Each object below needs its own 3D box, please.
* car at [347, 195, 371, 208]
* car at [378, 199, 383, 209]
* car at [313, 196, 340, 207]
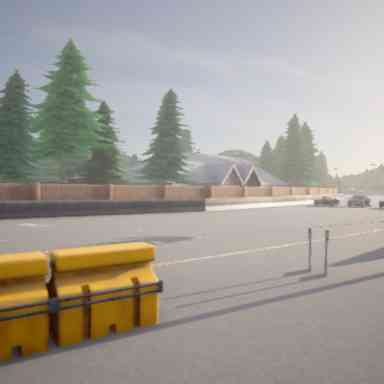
[{"bbox_3d":[20.719,1.131,41.185,1.837,1.490,4.892,1,1,41],"label":"car"},{"bbox_3d":[23.119,1.288,38.587,1.895,1.301,4.718,1,1,41],"label":"car"},{"bbox_3d":[17.220,1.173,42.464,1.895,1.301,4.718,1,1,41],"label":"car"}]
